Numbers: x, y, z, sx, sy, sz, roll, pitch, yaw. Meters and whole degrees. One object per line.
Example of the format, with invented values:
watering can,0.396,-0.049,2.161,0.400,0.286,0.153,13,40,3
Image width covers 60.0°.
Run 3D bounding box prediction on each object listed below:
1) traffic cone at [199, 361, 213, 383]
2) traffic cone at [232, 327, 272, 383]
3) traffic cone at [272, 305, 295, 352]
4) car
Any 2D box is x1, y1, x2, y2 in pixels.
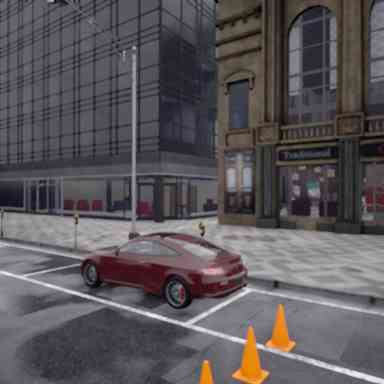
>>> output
traffic cone,0.137,1.956,3.261,0.340,0.580,0.340,0,0,36
traffic cone,0.718,1.956,4.075,0.340,0.580,0.340,0,0,36
traffic cone,1.299,1.956,4.889,0.340,0.580,0.340,0,0,36
car,-0.787,1.583,7.649,4.206,1.307,1.802,0,0,36
